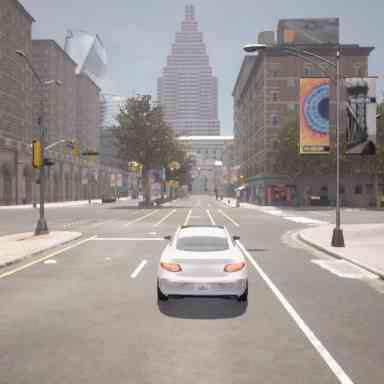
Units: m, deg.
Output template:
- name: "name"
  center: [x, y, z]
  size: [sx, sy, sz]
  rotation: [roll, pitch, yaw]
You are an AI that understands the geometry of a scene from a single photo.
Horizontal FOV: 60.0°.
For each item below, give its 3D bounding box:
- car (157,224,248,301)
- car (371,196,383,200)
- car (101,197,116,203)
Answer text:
- name: "car"
  center: [0.249, 1.526, 8.203]
  size: [1.812, 1.442, 4.674]
  rotation: [0, 0, 2]
- name: "car"
  center: [35.883, 1.481, 67.520]
  size: [2.231, 1.521, 4.892]
  rotation: [0, 0, 1]
- name: "car"
  center: [-16.829, 1.595, 67.246]
  size: [1.895, 1.301, 4.718]
  rotation: [0, 0, 1]
